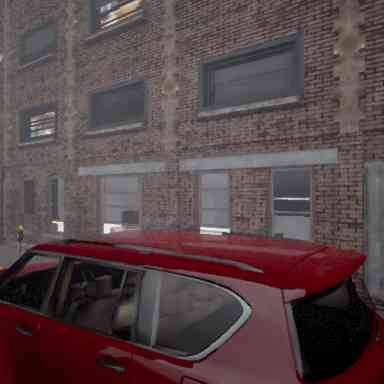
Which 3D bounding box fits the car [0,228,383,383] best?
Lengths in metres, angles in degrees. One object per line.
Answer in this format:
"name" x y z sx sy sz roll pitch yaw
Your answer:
"car" -0.717 1.315 3.388 5.009 1.841 2.192 0 0 35
